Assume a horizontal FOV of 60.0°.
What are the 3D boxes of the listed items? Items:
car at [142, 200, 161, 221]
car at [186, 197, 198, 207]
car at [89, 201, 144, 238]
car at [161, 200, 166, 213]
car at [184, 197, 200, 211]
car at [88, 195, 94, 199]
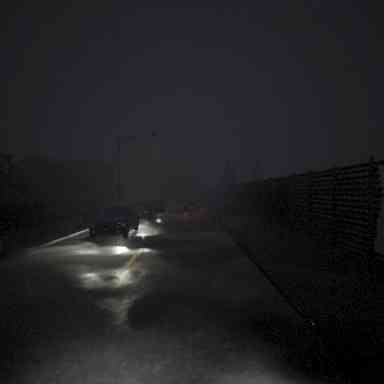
[{"bbox_3d":[-4.063,1.521,27.390,2.128,1.511,4.902,0,0,0],"label":"car"},{"bbox_3d":[0.006,1.582,52.052,1.812,1.442,4.674,0,0,0],"label":"car"},{"bbox_3d":[-4.092,1.497,18.124,1.882,1.535,5.008,0,0,0],"label":"car"},{"bbox_3d":[-3.996,1.588,37.698,2.033,1.411,5.357,0,0,0],"label":"car"},{"bbox_3d":[0.005,1.571,41.812,1.812,1.442,4.674,0,0,0],"label":"car"},{"bbox_3d":[-17.272,1.190,52.098,3.633,1.501,1.845,0,0,0],"label":"car"}]
